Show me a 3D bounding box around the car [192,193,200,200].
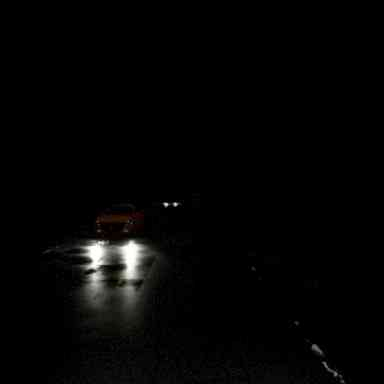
[{"bbox_3d":[1.006,1.025,78.173,1.812,1.442,4.674,0,0,0],"label":"car"}]

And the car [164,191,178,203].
[{"bbox_3d":[-3.582,0.838,57.863,2.150,2.045,5.566,0,0,1],"label":"car"}]

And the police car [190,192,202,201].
[{"bbox_3d":[1.012,0.982,68.282,1.930,1.638,5.238,0,0,0],"label":"police car"}]

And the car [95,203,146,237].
[{"bbox_3d":[-3.609,1.354,17.411,1.882,1.535,5.008,0,0,0],"label":"car"}]
